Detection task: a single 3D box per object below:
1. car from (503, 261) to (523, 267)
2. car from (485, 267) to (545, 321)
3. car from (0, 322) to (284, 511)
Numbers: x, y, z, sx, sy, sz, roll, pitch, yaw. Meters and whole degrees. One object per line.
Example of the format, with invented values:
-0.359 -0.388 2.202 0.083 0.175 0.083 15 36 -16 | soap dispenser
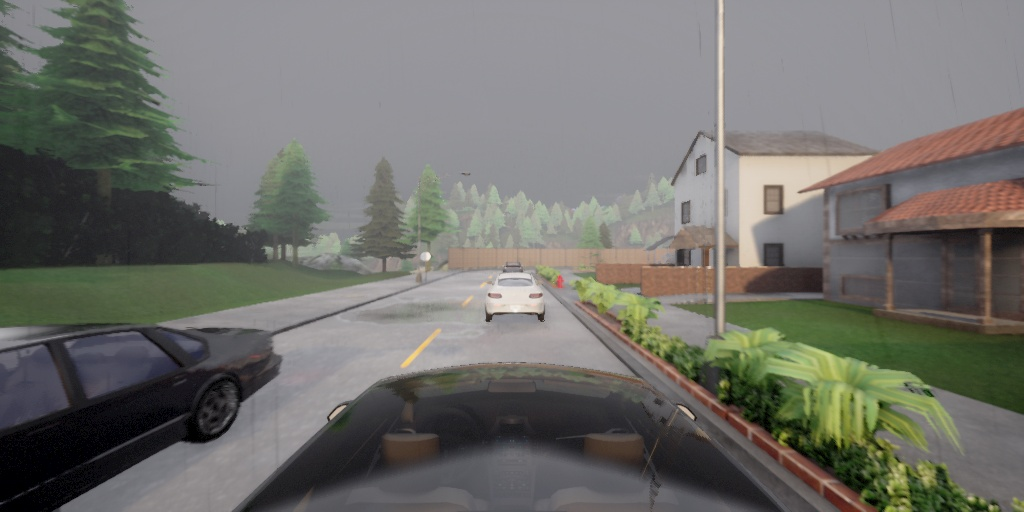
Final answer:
0.091 1.242 33.098 2.128 1.511 4.902 0 0 0 | car
0.097 1.276 12.351 1.812 1.442 4.674 0 0 0 | car
-4.099 1.297 2.602 2.033 1.411 5.357 0 0 0 | car
